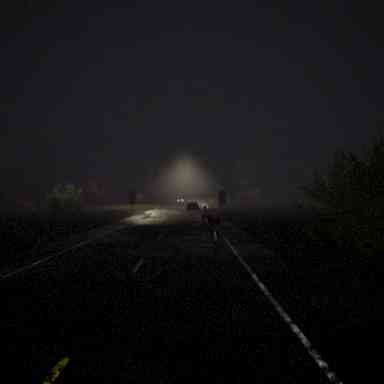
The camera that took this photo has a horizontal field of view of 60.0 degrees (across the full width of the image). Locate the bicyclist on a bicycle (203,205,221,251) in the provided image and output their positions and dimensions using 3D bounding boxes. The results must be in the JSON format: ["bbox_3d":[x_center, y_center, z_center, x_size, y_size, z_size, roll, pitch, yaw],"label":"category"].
[{"bbox_3d":[0.966,1.565,14.365,0.659,1.776,1.843,0,-1,0],"label":"bicyclist on a bicycle"}]

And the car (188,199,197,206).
[{"bbox_3d":[0.013,2.270,72.646,1.895,1.301,4.718,0,1,0],"label":"car"}]

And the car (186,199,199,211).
[{"bbox_3d":[0.106,2.280,53.734,1.994,1.385,4.181,0,-1,0],"label":"car"}]

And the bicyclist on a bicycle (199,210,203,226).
[{"bbox_3d":[0.949,1.758,23.879,0.866,1.612,1.509,0,-1,0],"label":"bicyclist on a bicycle"}]
